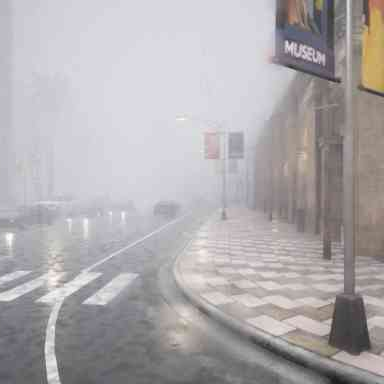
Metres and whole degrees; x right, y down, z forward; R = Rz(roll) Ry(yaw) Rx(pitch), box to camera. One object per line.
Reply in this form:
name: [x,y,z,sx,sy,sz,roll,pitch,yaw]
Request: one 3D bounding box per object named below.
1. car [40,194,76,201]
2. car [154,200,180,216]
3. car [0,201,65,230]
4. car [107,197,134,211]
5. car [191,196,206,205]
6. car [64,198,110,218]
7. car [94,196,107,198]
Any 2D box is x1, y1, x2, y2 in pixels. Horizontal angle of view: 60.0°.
car: [-13.011,1.221,32.043,2.150,2.045,5.566,0,0,7]
car: [-2.338,1.505,32.042,1.882,1.535,5.008,0,0,7]
car: [-10.670,1.547,21.532,2.033,1.411,5.357,0,0,6]
car: [-8.443,1.526,40.721,1.812,1.442,4.674,0,0,7]
car: [1.162,1.503,57.635,2.128,1.511,4.902,-1,0,17]
car: [-9.616,1.526,30.902,1.812,1.442,4.674,0,0,7]
car: [-11.781,1.352,42.295,2.097,1.767,4.553,0,0,7]
